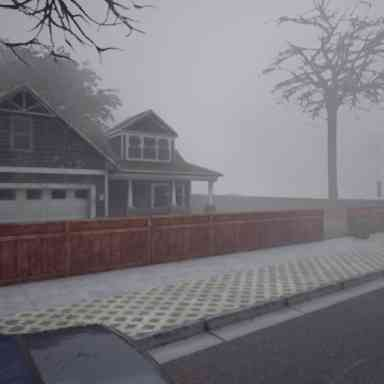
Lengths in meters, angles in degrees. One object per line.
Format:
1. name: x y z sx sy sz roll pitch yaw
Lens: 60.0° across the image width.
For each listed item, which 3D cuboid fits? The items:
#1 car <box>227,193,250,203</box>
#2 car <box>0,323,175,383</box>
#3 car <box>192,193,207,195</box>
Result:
1. car: 5.965 0.933 42.289 2.097 1.767 4.553 0 1 -36
2. car: -2.484 1.547 1.296 5.357 1.411 2.033 0 0 -36
3. car: 0.955 0.882 54.094 1.837 1.490 4.892 0 1 -35
